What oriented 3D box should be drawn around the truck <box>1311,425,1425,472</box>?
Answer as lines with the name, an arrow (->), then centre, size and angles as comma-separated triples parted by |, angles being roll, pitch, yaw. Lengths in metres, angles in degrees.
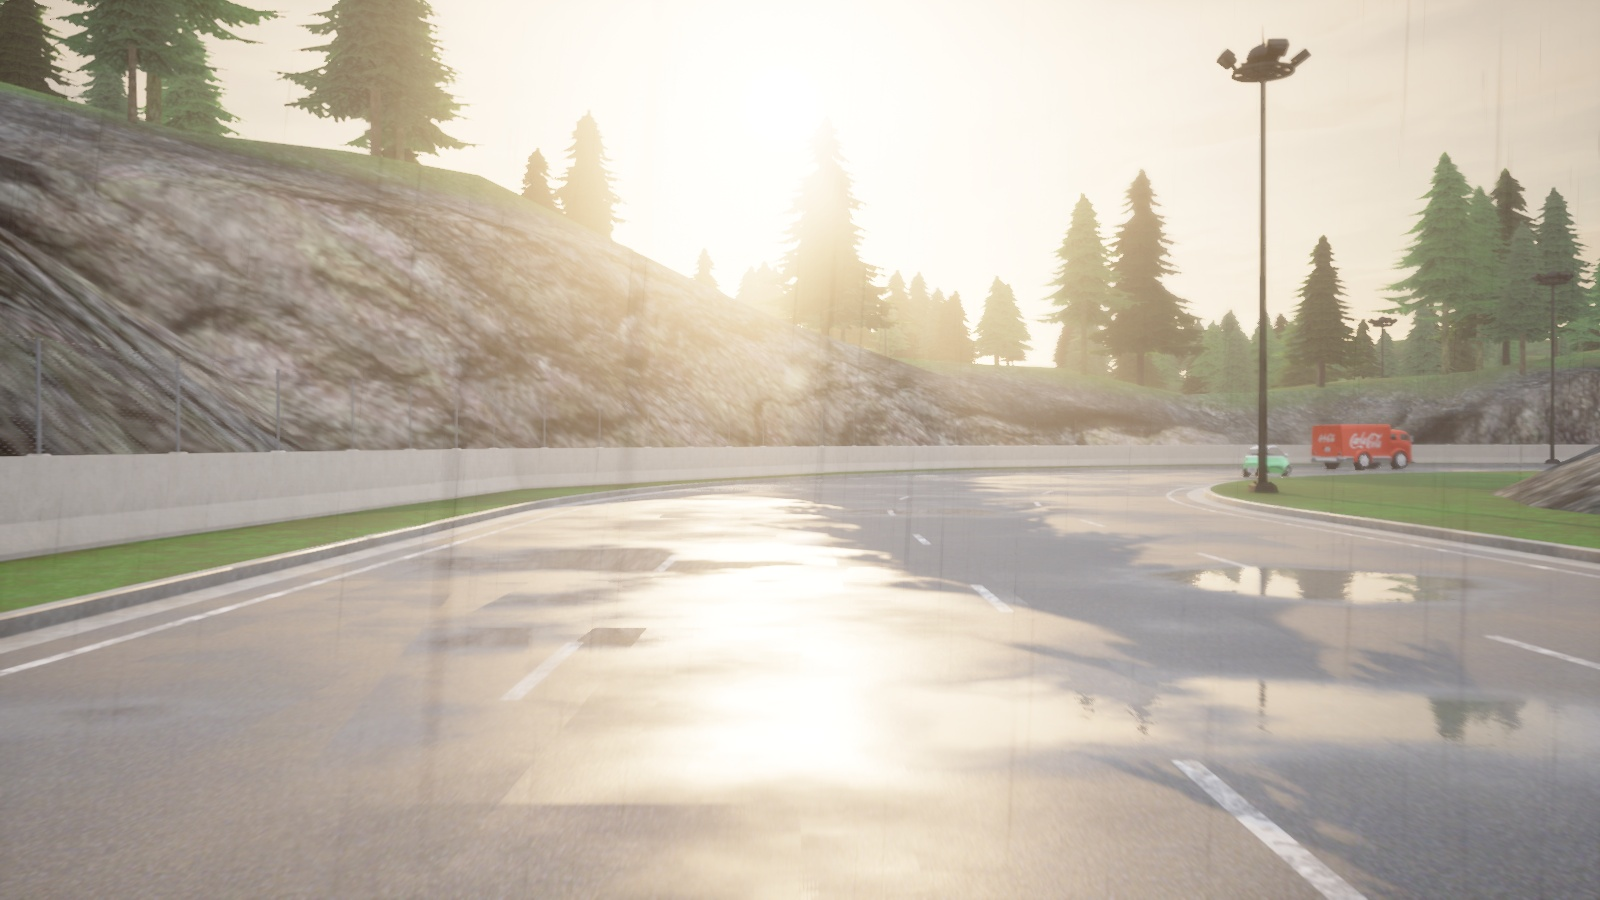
truck -> 30.662, -0.098, 67.796 | 5.204, 2.467, 2.627 | 0, 0, -19

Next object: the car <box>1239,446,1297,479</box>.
car -> 19.934, 0.516, 53.485 | 2.207, 1.376, 1.481 | -1, 0, -42
